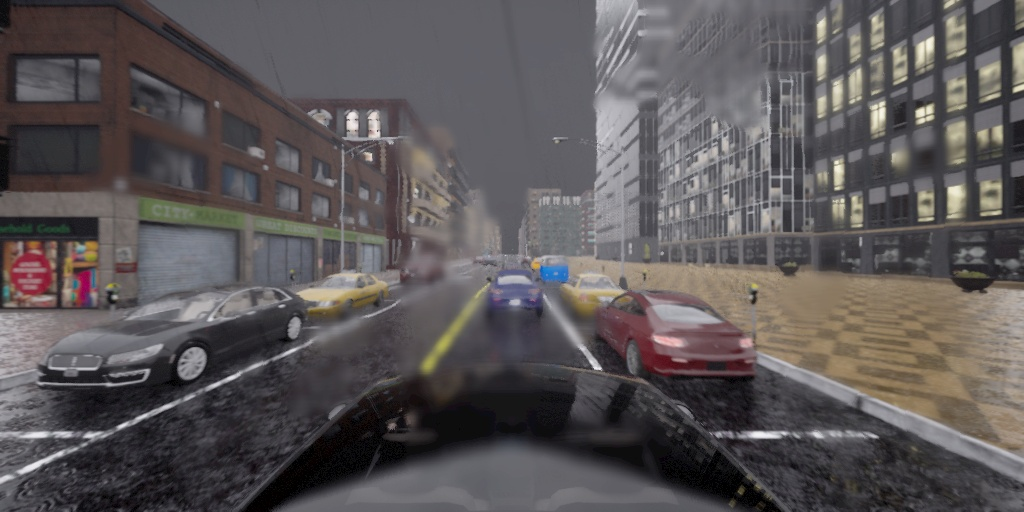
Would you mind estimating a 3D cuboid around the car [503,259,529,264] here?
[{"bbox_3d":[0.066,1.100,27.618,1.895,1.301,4.718,0,1,0],"label":"car"}]

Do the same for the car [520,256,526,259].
[{"bbox_3d":[2.702,0.714,62.501,1.888,1.381,4.507,0,0,0],"label":"car"}]

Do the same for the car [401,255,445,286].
[{"bbox_3d":[-5.686,0.853,23.517,2.192,1.841,5.009,0,0,0],"label":"car"}]

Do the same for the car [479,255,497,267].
[{"bbox_3d":[-3.076,0.827,50.718,2.033,1.411,5.357,0,1,0],"label":"car"}]

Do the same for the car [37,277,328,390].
[{"bbox_3d":[-5.689,1.251,6.808,2.007,1.370,4.403,0,0,0],"label":"car"}]

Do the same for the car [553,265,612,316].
[{"bbox_3d":[2.693,1.172,12.545,1.751,1.417,4.829,0,0,0],"label":"car"}]

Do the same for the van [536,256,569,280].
[{"bbox_3d":[2.695,0.880,23.515,1.690,1.789,3.998,0,0,0],"label":"van"}]

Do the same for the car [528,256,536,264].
[{"bbox_3d":[3.146,0.863,39.564,1.882,1.535,5.008,0,1,0],"label":"car"}]

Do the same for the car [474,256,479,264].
[{"bbox_3d":[-5.679,0.713,62.504,1.888,1.381,4.507,0,0,0],"label":"car"}]

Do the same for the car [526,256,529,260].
[{"bbox_3d":[3.153,0.823,46.565,1.837,1.490,4.892,0,1,0],"label":"car"}]

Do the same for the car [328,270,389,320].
[{"bbox_3d":[-5.688,1.171,12.209,1.751,1.417,4.829,0,0,0],"label":"car"}]

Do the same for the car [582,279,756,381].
[{"bbox_3d":[2.692,1.283,6.806,1.802,1.307,4.207,0,0,0],"label":"car"}]

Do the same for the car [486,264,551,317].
[{"bbox_3d":[0.070,1.171,12.536,1.812,1.442,4.674,0,0,-1],"label":"car"}]
